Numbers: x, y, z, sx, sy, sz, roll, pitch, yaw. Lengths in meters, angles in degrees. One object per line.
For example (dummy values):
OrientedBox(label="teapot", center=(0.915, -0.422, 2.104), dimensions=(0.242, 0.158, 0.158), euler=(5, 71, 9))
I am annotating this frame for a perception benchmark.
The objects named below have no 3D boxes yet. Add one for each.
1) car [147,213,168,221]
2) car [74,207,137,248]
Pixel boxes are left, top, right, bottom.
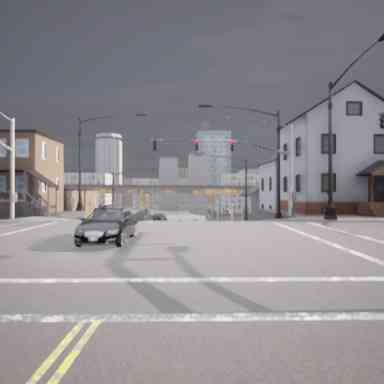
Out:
OrientedBox(label="car", center=(-3.694, 2.989, 36.239), dimensions=(1.994, 1.385, 4.181), euler=(0, -8, 0))
OrientedBox(label="car", center=(-3.619, 1.440, 14.618), dimensions=(2.128, 1.511, 4.902), euler=(0, 0, 0))
